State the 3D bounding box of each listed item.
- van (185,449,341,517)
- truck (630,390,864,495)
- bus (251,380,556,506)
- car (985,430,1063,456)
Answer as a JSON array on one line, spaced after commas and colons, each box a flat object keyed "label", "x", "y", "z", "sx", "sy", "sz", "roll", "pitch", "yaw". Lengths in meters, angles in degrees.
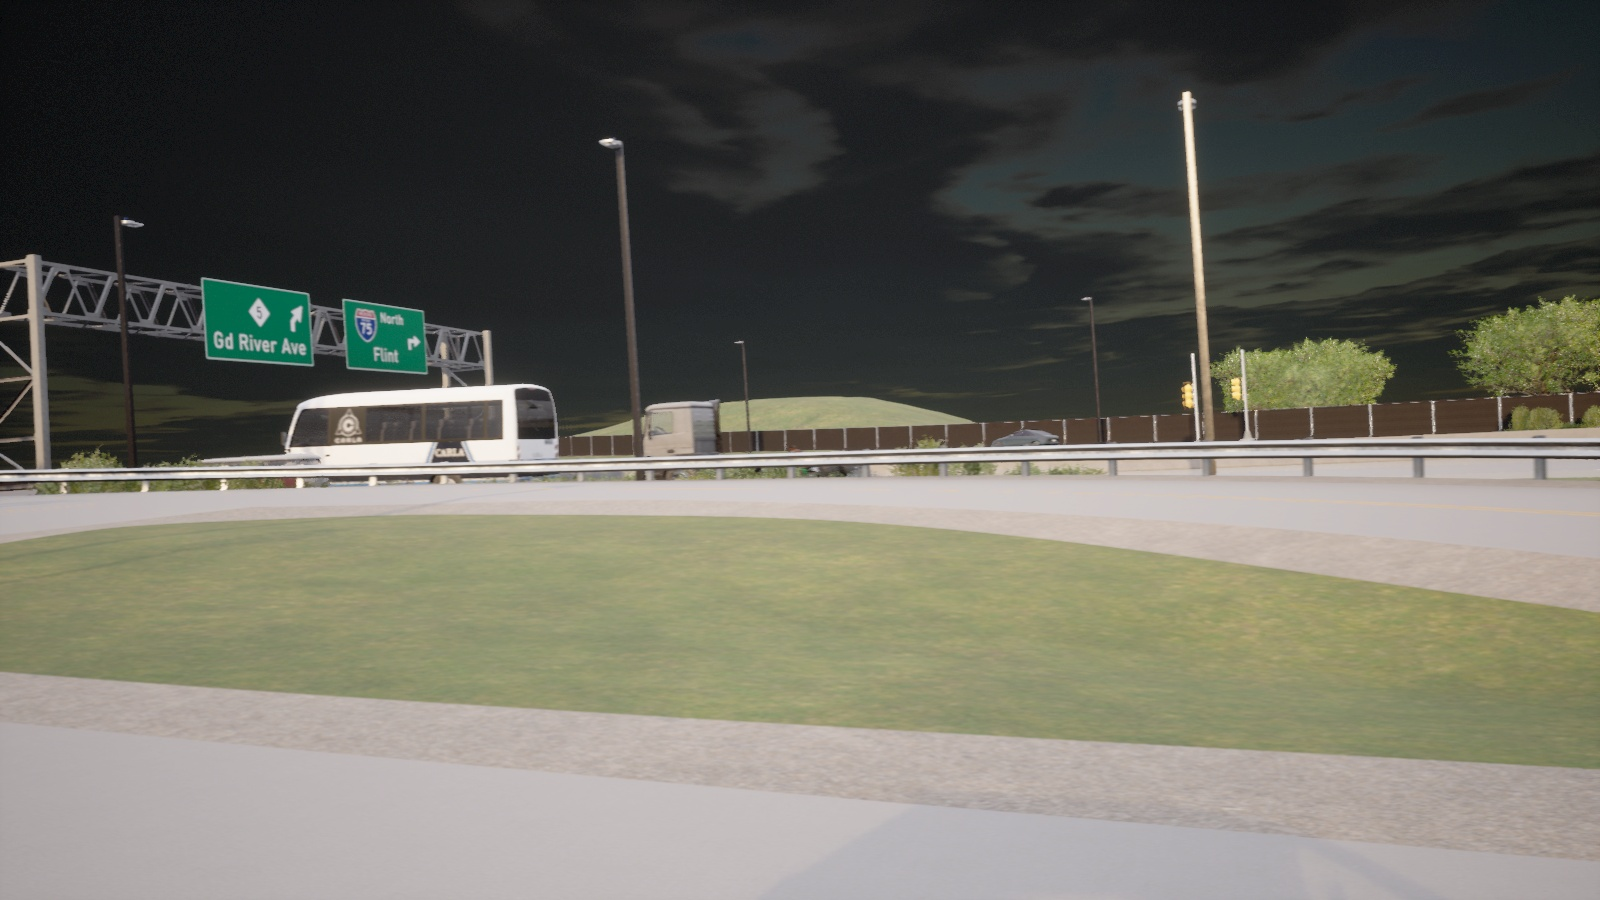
[{"label": "van", "x": -17.074, "y": 1.038, "z": 39.955, "sx": 4.442, "sy": 1.987, "sz": 1.775, "roll": -2, "pitch": 0, "yaw": 18}, {"label": "truck", "x": -1.922, "y": -0.243, "z": 46.100, "sx": 7.936, "sy": 3.462, "sz": 2.891, "roll": -2, "pitch": 0, "yaw": 18}, {"label": "bus", "x": -14.655, "y": -0.185, "z": 46.514, "sx": 10.273, "sy": 4.253, "sz": 3.944, "roll": -1, "pitch": 0, "yaw": 18}, {"label": "car", "x": 13.452, "y": -0.424, "z": 75.438, "sx": 4.181, "sy": 1.385, "sz": 1.994, "roll": -2, "pitch": 1, "yaw": 45}]
